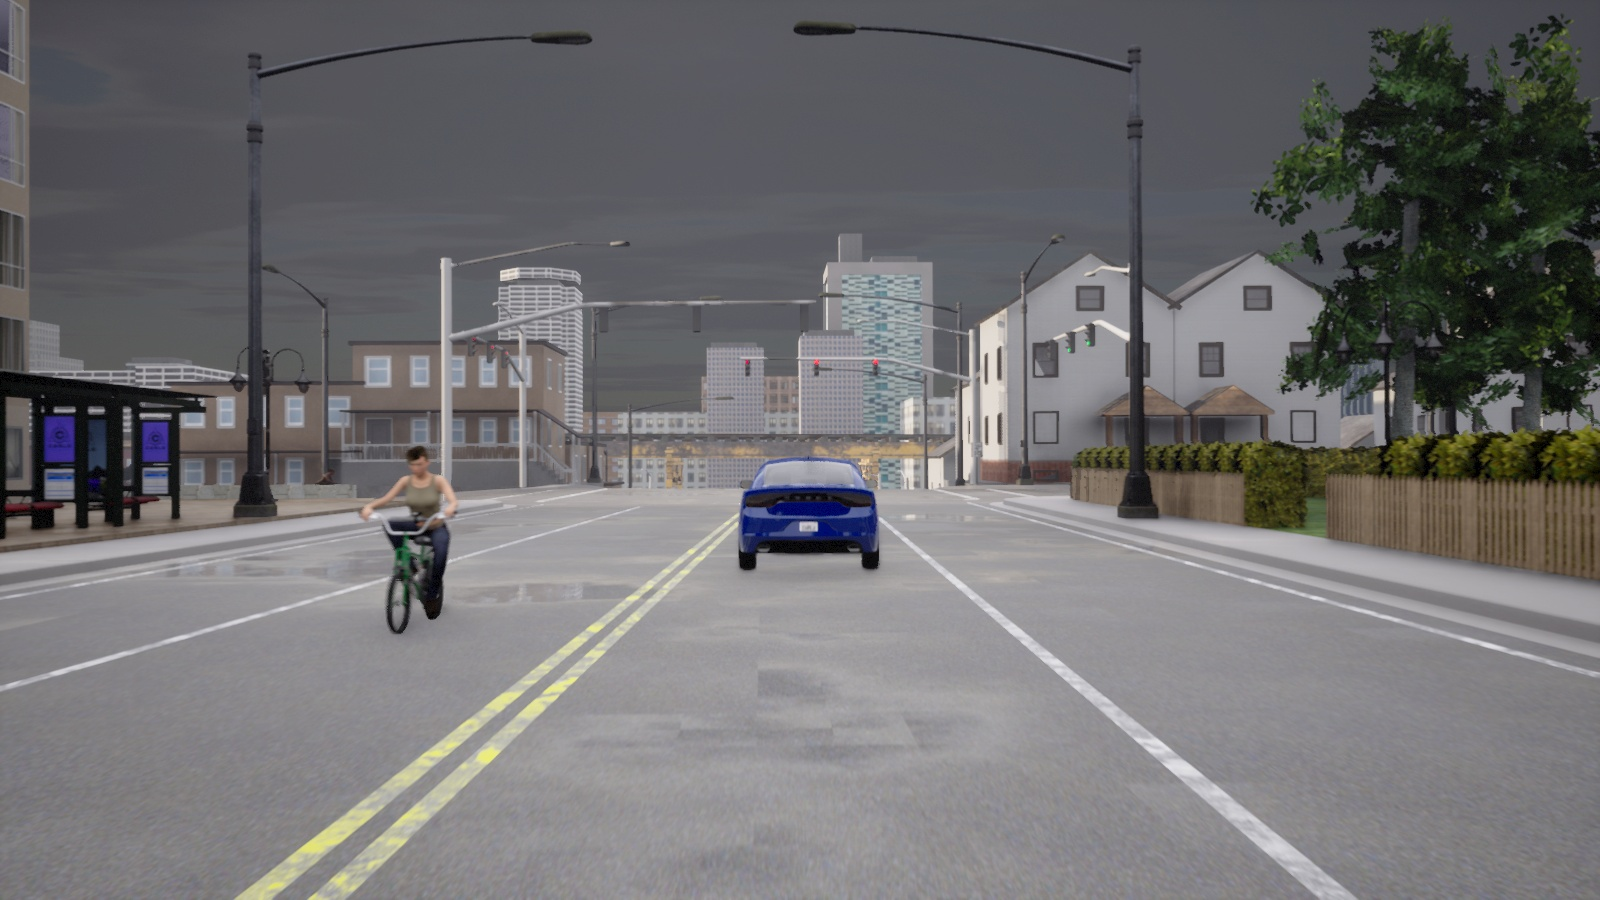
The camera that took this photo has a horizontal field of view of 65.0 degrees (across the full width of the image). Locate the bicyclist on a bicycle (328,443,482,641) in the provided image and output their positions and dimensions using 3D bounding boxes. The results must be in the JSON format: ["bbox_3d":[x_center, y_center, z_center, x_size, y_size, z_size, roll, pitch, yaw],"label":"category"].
[{"bbox_3d":[-3.415,0.759,11.003,0.866,1.612,1.509,0,0,1],"label":"bicyclist on a bicycle"}]

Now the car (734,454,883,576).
[{"bbox_3d":[0.126,0.843,18.338,1.882,1.535,5.008,0,0,0],"label":"car"}]
